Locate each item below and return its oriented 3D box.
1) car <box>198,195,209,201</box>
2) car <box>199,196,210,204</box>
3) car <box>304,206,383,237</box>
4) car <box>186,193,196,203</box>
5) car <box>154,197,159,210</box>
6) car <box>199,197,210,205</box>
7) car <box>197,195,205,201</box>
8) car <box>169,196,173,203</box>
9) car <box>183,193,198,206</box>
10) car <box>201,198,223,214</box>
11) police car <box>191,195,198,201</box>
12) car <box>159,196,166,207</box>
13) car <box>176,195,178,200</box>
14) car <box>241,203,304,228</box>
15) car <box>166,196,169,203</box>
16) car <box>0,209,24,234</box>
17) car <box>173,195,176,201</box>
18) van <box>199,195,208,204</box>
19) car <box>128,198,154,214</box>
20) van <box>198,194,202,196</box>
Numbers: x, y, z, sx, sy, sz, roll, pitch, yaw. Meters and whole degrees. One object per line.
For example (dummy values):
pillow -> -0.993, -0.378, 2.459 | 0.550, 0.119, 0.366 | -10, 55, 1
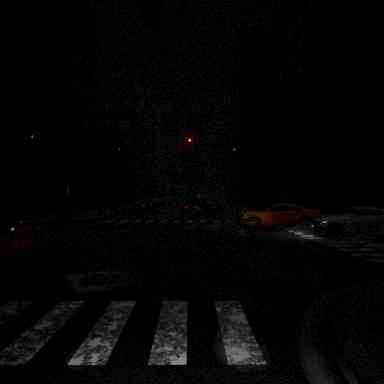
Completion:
car -> 2.363, 1.637, 52.667 | 1.947, 1.339, 4.313 | 0, 0, 0
car -> 2.356, 1.641, 47.157 | 1.802, 1.307, 4.206 | 0, 0, 0
car -> 8.635, 1.490, 17.378 | 4.674, 1.442, 1.812 | 0, 0, 0
car -> -0.244, 1.349, 73.385 | 2.150, 2.045, 5.566 | 0, 0, 0
car -> -5.677, 1.489, 41.656 | 1.967, 1.590, 4.097 | 0, 0, 0
car -> 2.378, 1.647, 63.688 | 2.008, 1.369, 4.403 | 0, 0, 0
car -> 2.409, 1.600, 85.732 | 1.967, 1.590, 4.097 | 0, 0, 0
car -> -5.639, 1.552, 69.210 | 1.967, 1.590, 4.097 | 0, 0, 0
car -> -0.161, 1.441, 58.816 | 2.097, 1.767, 4.553 | 0, 0, -1
car -> 2.341, 1.606, 36.134 | 1.947, 1.339, 4.313 | 0, 0, 0
police car -> 0.603, 1.598, 90.214 | 1.930, 1.638, 5.238 | 0, 0, 0
car -> -5.662, 1.653, 52.678 | 1.802, 1.307, 4.206 | 0, 0, 0
car -> -5.609, 1.721, 91.253 | 1.887, 1.381, 4.507 | 0, 0, 0
car -> 5.639, 1.470, 21.294 | 5.008, 1.535, 1.882 | 0, 1, 11
car -> -5.654, 1.634, 58.188 | 2.008, 1.369, 4.403 | 0, 0, 0
car -> -11.538, 1.645, 17.306 | 4.718, 1.301, 1.895 | 0, 0, 0
car -> -5.624, 1.694, 80.231 | 2.008, 1.369, 4.403 | 0, 0, 0
van -> 2.386, 1.453, 69.199 | 1.690, 1.788, 3.998 | 0, 0, 0
car -> -5.684, 1.480, 36.146 | 1.967, 1.590, 4.097 | 0, 0, 0
van -> 2.371, 1.424, 58.178 | 1.690, 1.788, 3.998 | 0, 0, 0
